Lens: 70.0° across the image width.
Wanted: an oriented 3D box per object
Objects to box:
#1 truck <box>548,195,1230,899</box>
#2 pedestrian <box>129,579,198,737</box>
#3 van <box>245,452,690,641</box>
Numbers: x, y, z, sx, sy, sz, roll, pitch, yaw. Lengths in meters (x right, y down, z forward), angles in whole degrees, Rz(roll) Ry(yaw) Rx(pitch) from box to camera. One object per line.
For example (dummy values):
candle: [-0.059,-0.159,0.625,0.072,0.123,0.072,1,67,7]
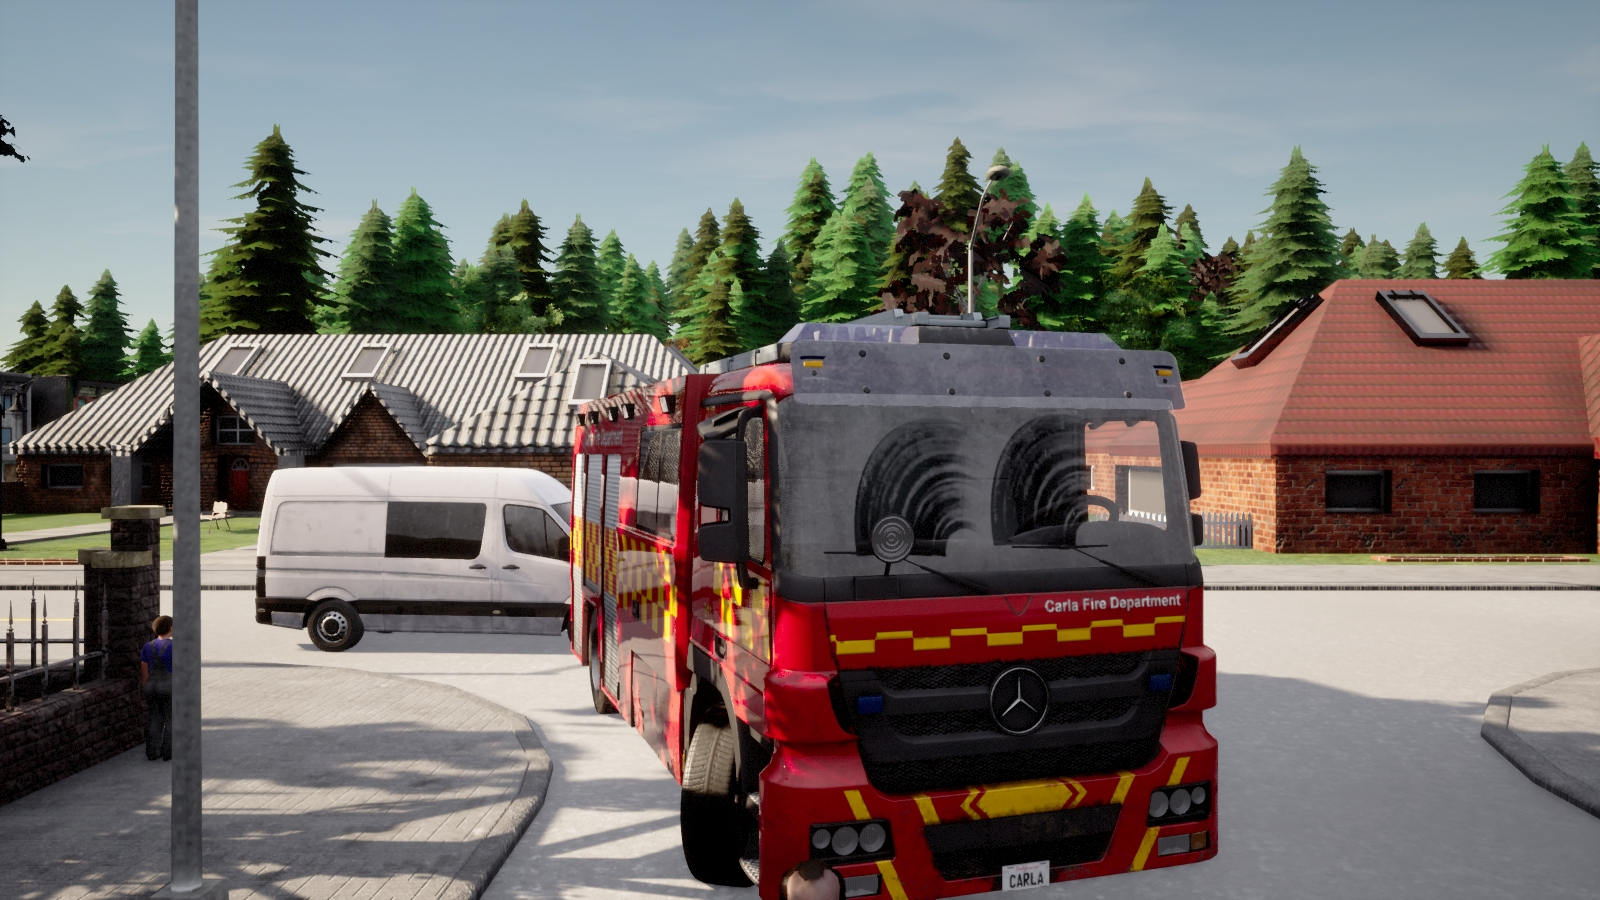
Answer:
truck: [-0.279,0.670,10.050,2.891,3.827,8.468,0,0,-19]
pedestrian: [-5.561,1.806,9.983,0.375,1.300,0.375,0,0,9]
van: [-4.701,1.314,16.673,5.915,2.561,1.988,0,0,4]
